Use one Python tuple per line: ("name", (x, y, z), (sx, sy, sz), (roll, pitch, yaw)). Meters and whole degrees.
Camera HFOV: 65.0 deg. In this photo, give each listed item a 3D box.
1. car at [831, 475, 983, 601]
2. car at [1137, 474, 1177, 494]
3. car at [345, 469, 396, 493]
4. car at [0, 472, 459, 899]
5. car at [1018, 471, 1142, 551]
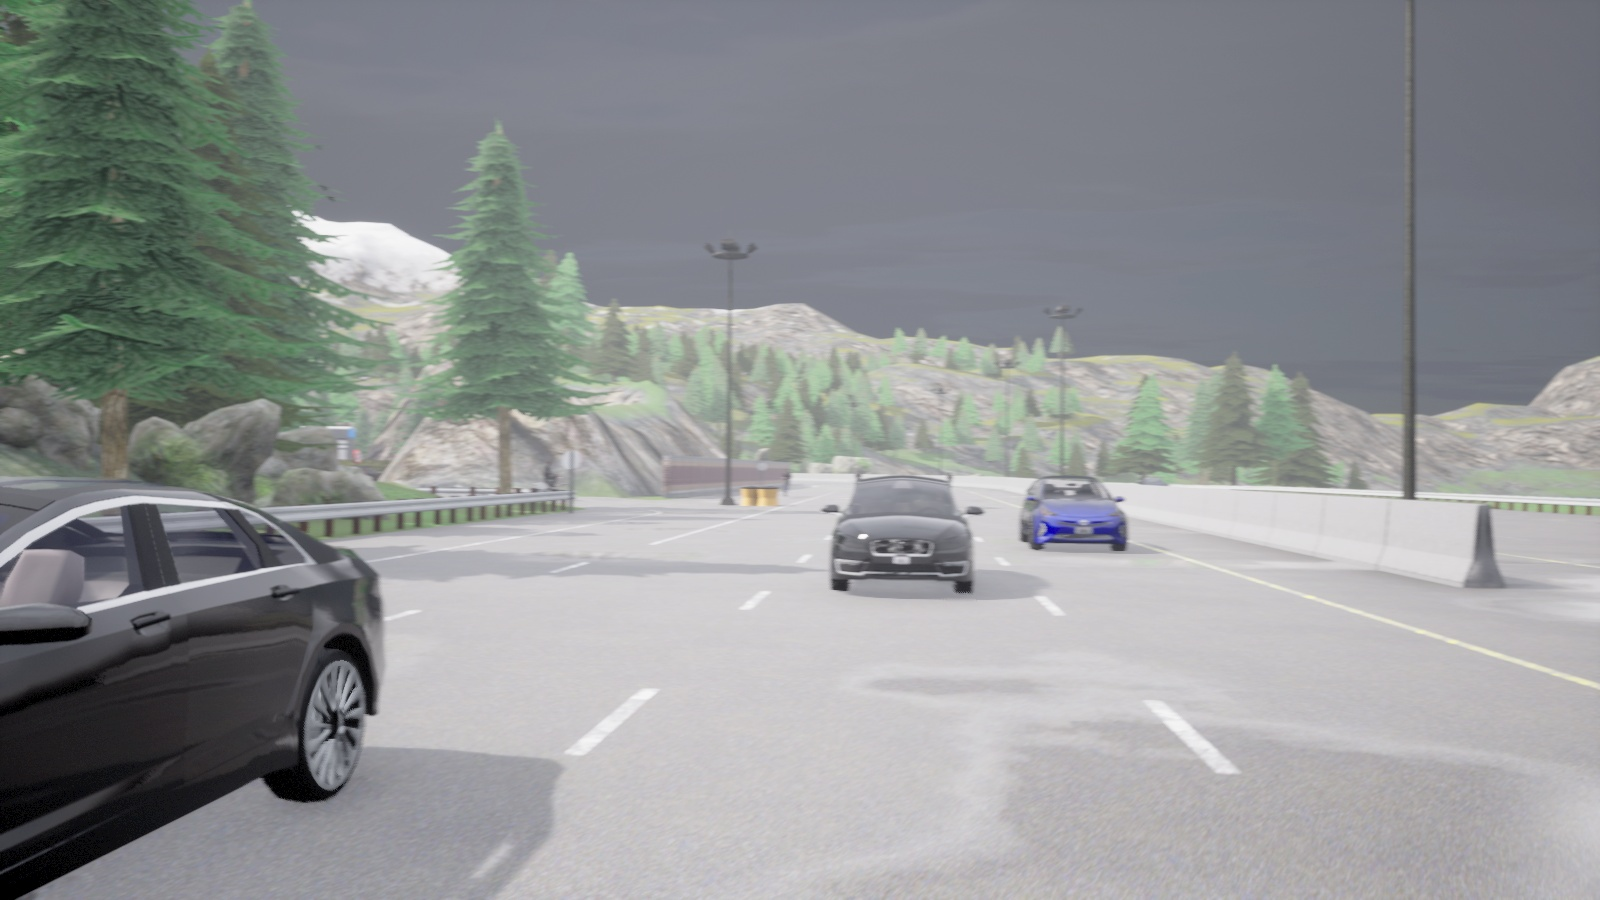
("car", (1.514, 1.118, 17.701), (1.837, 1.490, 4.892), (0, -1, 5))
("car", (25.451, 2.423, 89.745), (1.994, 1.385, 4.181), (0, -1, 5))
("car", (-29.579, 2.111, 86.644), (1.851, 1.617, 3.988), (0, -1, 5))
("car", (-3.161, 0.842, 4.567), (2.128, 1.511, 4.902), (0, -1, 5))
("car", (5.810, 1.216, 26.579), (2.007, 1.525, 4.514), (0, -1, 5))
